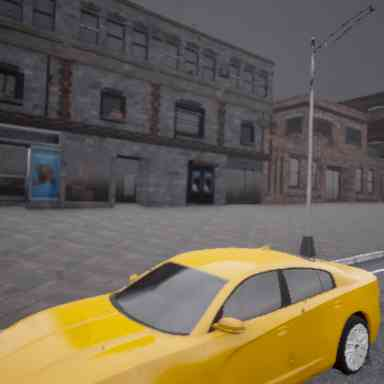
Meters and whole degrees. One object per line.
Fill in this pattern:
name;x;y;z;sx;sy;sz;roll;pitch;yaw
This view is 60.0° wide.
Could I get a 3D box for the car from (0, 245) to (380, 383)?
car;0.334;1.488;4.032;5.008;1.535;1.882;0;0;-36
